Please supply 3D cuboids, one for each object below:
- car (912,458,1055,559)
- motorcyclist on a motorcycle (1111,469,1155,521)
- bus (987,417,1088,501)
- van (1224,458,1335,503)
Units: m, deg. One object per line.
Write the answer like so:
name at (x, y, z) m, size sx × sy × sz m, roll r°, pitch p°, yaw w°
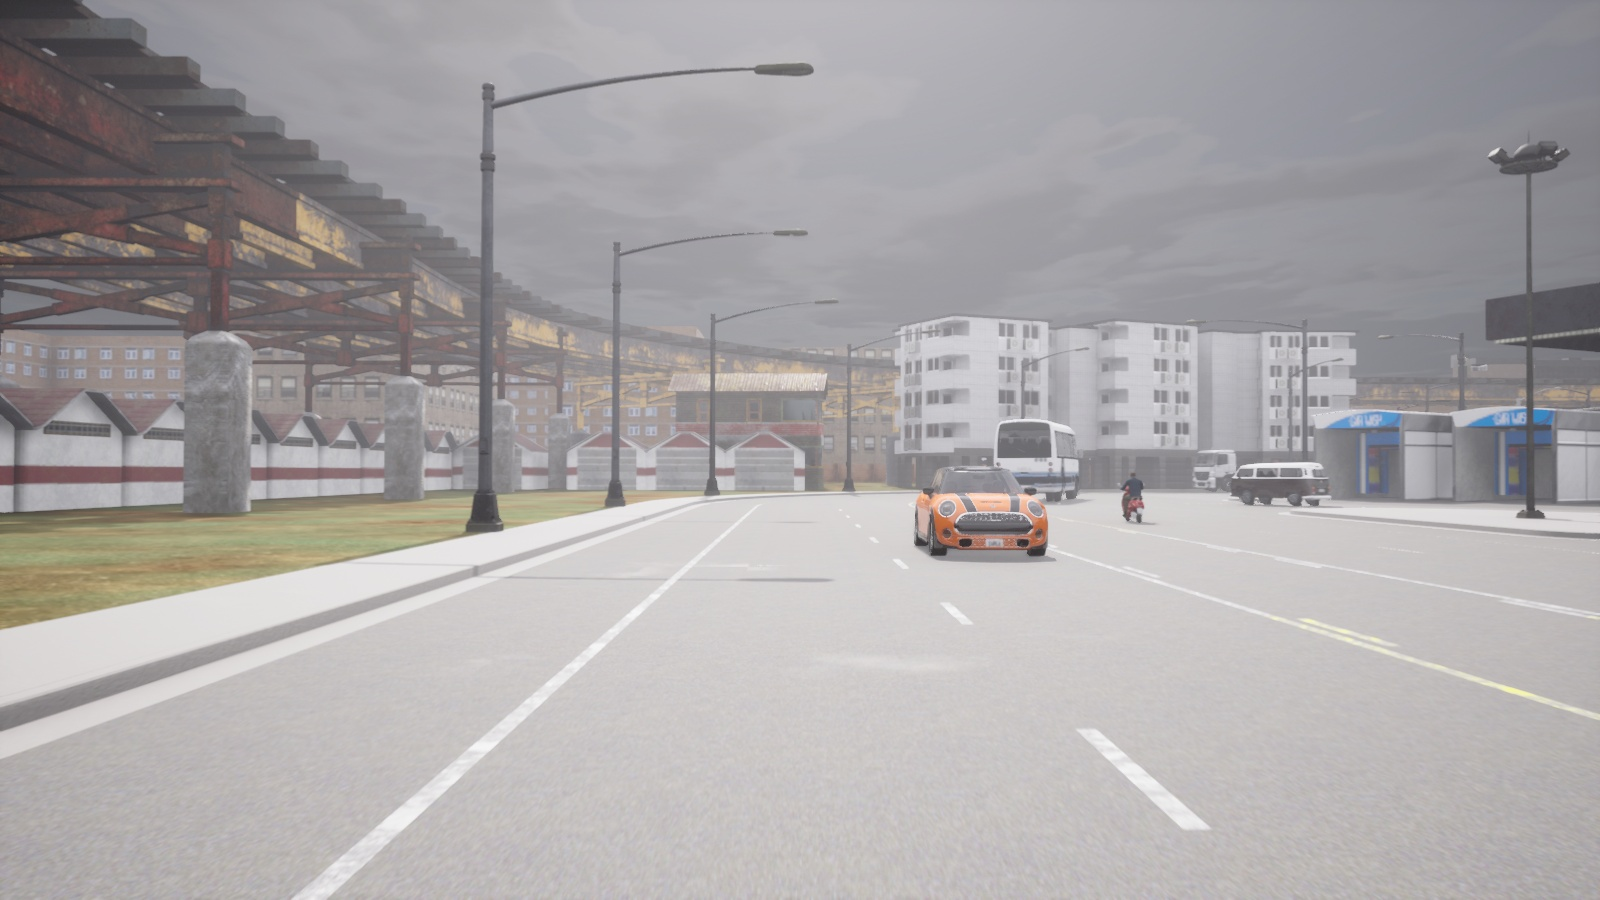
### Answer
car at (3.443, 1.068, 24.416) m, size 2.097 × 1.767 × 4.553 m, roll 0°, pitch -1°, yaw 0°
motorcyclist on a motorcycle at (10.412, 1.384, 39.304) m, size 0.866 × 1.590 × 1.817 m, roll 0°, pitch -1°, yaw 0°
bus at (13.273, 0.545, 69.295) m, size 3.944 × 4.253 × 10.273 m, roll -1°, pitch -1°, yaw 20°
van at (22.696, 1.445, 59.613) m, size 2.069 × 2.038 × 4.480 m, roll 1°, pitch -1°, yaw -37°
